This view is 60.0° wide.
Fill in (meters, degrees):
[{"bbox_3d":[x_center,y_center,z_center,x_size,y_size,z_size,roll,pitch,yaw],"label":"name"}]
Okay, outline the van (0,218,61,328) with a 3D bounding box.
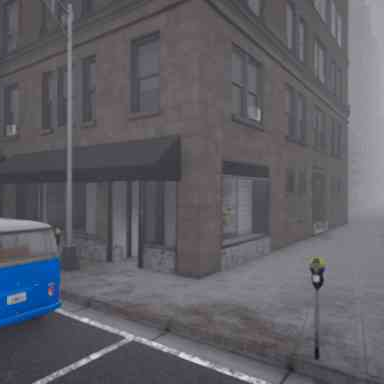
[{"bbox_3d":[-4.088,1.334,5.994,3.998,1.788,1.690,0,0,35],"label":"van"}]
